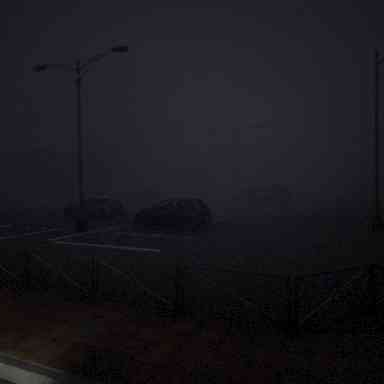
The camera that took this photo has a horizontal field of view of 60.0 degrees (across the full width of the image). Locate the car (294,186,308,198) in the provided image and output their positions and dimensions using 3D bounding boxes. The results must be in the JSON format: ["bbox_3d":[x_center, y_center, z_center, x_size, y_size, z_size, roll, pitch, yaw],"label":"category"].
[{"bbox_3d":[13.577,-0.080,46.743,5.027,1.636,2.152,0,1,25],"label":"car"}]

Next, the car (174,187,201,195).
[{"bbox_3d":[-0.747,-0.136,57.081,4.605,1.855,1.932,0,1,25],"label":"car"}]

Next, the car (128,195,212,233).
[{"bbox_3d":[-0.971,1.039,15.717,3.633,1.501,1.845,0,1,25],"label":"car"}]

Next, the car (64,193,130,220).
[{"bbox_3d":[-6.377,1.007,21.610,3.806,1.475,1.970,0,1,25],"label":"car"}]

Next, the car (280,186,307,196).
[{"bbox_3d":[16.057,-0.168,52.671,3.806,1.475,1.970,0,1,25],"label":"car"}]

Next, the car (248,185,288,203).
[{"bbox_3d":[8.053,0.179,35.206,3.866,1.878,1.905,0,1,25],"label":"car"}]

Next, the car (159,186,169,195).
[{"bbox_3d":[-6.424,-0.205,63.442,3.866,1.878,1.905,0,1,25],"label":"car"}]

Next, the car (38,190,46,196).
[{"bbox_3d":[-36.847,0.345,78.630,2.242,1.667,4.611,0,1,25],"label":"car"}]

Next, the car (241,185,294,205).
[{"bbox_3d":[7.171,0.274,32.408,4.605,1.855,1.932,0,1,25],"label":"car"}]

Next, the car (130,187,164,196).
[{"bbox_3d":[-6.762,0.395,46.161,4.514,1.523,2.007,0,1,25],"label":"car"}]

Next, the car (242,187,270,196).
[{"bbox_3d":[11.282,-0.165,59.020,4.514,1.523,2.007,0,1,25],"label":"car"}]

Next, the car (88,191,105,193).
[{"bbox_3d":[-11.114,0.679,37.170,3.633,1.501,1.845,0,1,25],"label":"car"}]

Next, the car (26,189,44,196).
[{"bbox_3d":[-40.083,0.090,84.983,1.905,1.878,3.866,0,1,25],"label":"car"}]
